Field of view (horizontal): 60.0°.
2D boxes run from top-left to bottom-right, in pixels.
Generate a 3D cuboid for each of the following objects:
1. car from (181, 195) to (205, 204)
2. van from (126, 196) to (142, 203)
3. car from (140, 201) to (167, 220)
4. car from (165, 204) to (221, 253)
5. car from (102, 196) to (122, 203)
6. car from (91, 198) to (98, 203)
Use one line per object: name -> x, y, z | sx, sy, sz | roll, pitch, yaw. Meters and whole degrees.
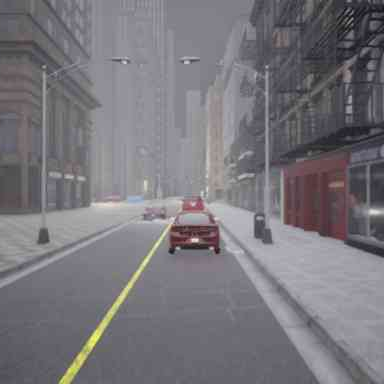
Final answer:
car -> 0.105, 1.333, 33.993 | 2.150, 2.045, 5.566 | 0, 0, 0
van -> -14.714, 1.867, 84.617 | 3.998, 1.788, 1.690 | 0, 0, -1
car -> -3.096, 1.605, 28.867 | 1.812, 1.442, 4.674 | 0, 0, 0
car -> 0.102, 1.496, 13.827 | 1.882, 1.535, 5.008 | 0, 0, 0
car -> -20.355, 1.840, 84.532 | 5.009, 1.841, 2.192 | 0, 0, -1
car -> -25.994, 2.087, 84.445 | 4.313, 1.339, 1.947 | 0, 0, -1
